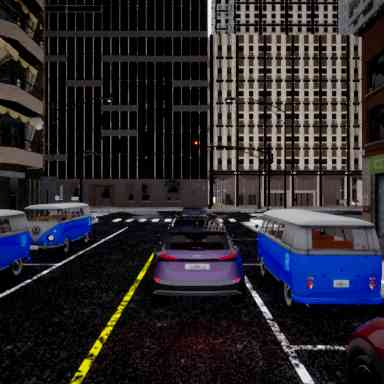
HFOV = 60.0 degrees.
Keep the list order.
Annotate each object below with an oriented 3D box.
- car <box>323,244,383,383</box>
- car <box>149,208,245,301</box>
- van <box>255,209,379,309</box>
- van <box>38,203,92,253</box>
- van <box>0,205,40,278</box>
[{"bbox_3d":[2.570,1.440,1.890,1.967,1.590,4.097,0,0,0],"label":"car"},{"bbox_3d":[0.103,1.432,8.337,2.033,1.649,4.856,0,0,0],"label":"car"},{"bbox_3d":[2.573,1.343,7.580,1.690,1.788,3.998,0,0,0],"label":"van"},{"bbox_3d":[-5.305,1.345,13.268,1.690,1.788,3.998,0,0,0],"label":"van"},{"bbox_3d":[-5.308,1.343,7.578,1.690,1.788,3.998,0,0,0],"label":"van"}]
